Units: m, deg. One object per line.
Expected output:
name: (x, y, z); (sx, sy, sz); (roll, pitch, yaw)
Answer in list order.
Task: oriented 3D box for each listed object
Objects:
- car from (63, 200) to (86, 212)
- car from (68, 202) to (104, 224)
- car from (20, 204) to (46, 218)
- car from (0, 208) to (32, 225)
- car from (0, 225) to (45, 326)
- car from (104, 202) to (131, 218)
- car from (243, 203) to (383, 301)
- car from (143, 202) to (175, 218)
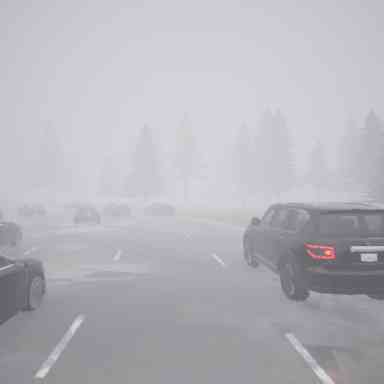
car: (-14.446, 1.796, 41.896); (1.882, 1.535, 5.008); (0, 0, -45)
car: (-8.705, 1.771, 27.144); (1.994, 1.385, 4.181); (0, 0, -24)
car: (-16.108, 1.861, 33.184); (1.895, 1.301, 4.718); (0, -1, -37)
car: (-8.174, 1.596, 12.734); (2.128, 1.511, 4.902); (0, 0, -9)
car: (-3.783, 1.534, 4.864); (2.128, 1.511, 4.902); (0, 0, -4)
car: (-7.542, 1.737, 33.005); (2.128, 1.511, 4.902); (0, 0, -29)
car: (2.948, 1.280, 8.653); (2.150, 2.045, 5.566); (0, 0, -5)
car: (-3.331, 1.729, 32.843); (2.128, 1.511, 4.902); (0, -1, -28)
